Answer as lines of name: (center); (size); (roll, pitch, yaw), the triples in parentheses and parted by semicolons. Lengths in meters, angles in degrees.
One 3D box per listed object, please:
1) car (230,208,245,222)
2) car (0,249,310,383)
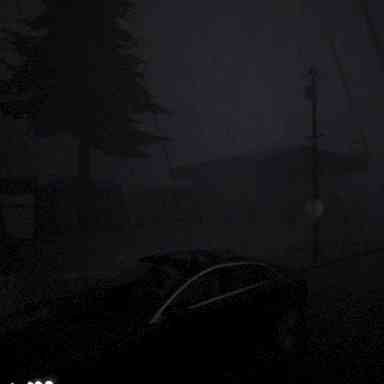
car: (5.844, 2.549, 37.109); (3.633, 1.501, 1.845); (1, -2, -43)
car: (-0.191, 1.649, 4.671); (4.902, 1.511, 2.128); (1, -2, -42)
